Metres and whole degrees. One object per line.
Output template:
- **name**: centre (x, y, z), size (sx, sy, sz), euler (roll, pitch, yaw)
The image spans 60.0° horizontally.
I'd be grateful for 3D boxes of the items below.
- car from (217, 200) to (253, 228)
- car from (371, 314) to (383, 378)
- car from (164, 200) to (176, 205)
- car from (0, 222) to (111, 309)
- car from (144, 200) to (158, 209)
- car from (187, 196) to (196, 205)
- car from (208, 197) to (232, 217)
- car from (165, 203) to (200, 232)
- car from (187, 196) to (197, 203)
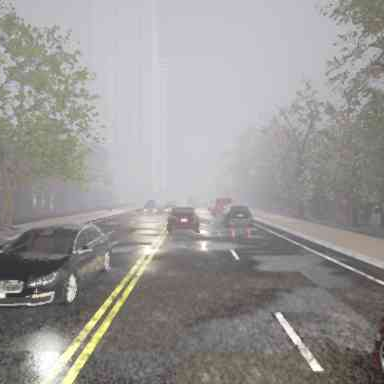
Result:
- **car**: centre (3.242, 1.662, 24.489), size (2.033, 1.649, 4.856), euler (0, -1, 0)
- **car**: centre (3.249, 1.589, 2.488), size (1.994, 1.385, 4.181), euler (0, -1, 0)
- **car**: centre (-3.336, 2.050, 53.565), size (2.033, 1.411, 5.357), euler (0, -1, 0)
- **car**: centre (-3.352, 1.583, 8.255), size (1.837, 1.490, 4.892), euler (0, -1, 0)
- **car**: centre (-6.586, 2.010, 53.727), size (1.837, 1.490, 4.892), euler (0, -1, 0)
- **car**: centre (-0.027, 1.957, 81.436), size (2.150, 2.045, 5.566), euler (0, 0, 0)
- **car**: centre (3.238, 1.555, 35.521), size (2.150, 2.045, 5.566), euler (0, -1, 0)
- **car**: centre (-0.538, 1.707, 21.649), size (2.163, 1.488, 4.792), euler (0, 0, -2)
- **car**: centre (-0.026, 2.151, 70.957), size (1.837, 1.490, 4.892), euler (0, 0, 0)
